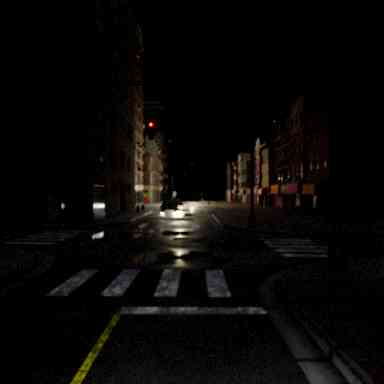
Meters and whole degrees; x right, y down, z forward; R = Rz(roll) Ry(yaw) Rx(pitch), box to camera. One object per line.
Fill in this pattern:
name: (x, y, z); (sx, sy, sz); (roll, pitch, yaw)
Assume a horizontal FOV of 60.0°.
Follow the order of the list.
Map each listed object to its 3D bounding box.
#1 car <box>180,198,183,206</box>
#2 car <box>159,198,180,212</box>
car: (-2.624, 1.750, 58.810); (1.812, 1.442, 4.674); (0, -1, 1)
car: (-2.727, 1.609, 40.118); (1.812, 1.442, 4.674); (0, 0, 0)
